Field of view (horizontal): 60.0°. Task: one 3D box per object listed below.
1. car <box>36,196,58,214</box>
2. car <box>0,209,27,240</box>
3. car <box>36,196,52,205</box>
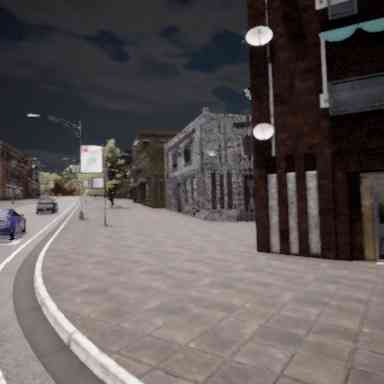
[{"bbox_3d":[-15.787,1.529,36.333,2.128,1.511,4.902,-1,1,-17],"label":"car"},{"bbox_3d":[-9.737,1.588,16.942,1.812,1.442,4.674,-1,0,-18],"label":"car"},{"bbox_3d":[-27.306,1.482,61.328,2.033,1.411,5.357,-1,1,-17],"label":"car"}]
